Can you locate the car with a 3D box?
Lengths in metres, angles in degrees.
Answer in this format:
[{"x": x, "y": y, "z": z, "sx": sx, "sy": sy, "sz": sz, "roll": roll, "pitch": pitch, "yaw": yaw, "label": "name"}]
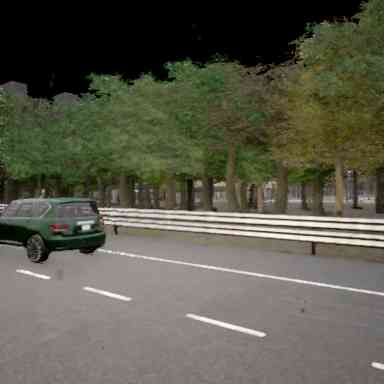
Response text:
[{"x": -5.542, "y": 1.230, "z": 12.127, "sx": 5.566, "sy": 2.045, "sz": 2.150, "roll": 0, "pitch": 0, "yaw": 36, "label": "car"}]
